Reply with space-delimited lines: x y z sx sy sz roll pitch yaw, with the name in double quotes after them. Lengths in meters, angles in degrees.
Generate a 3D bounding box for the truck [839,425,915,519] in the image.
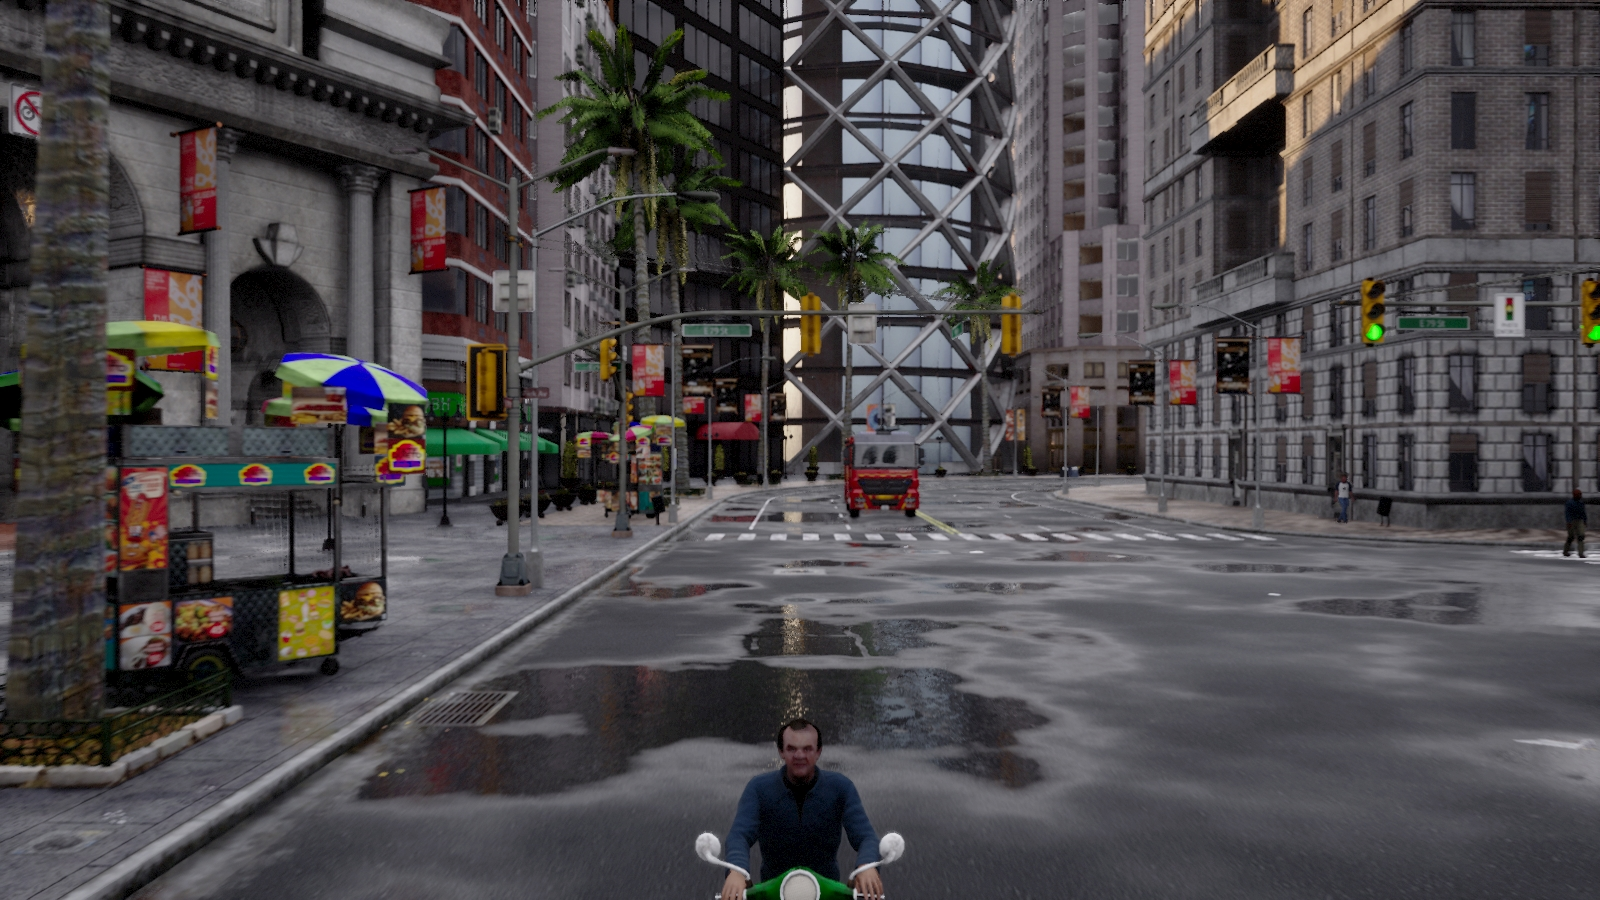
3.270 0.889 50.769 2.891 3.827 8.468 0 0 0 "truck"

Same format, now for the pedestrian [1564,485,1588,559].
19.995 1.847 29.424 0.375 1.860 0.375 0 0 5 "pedestrian"

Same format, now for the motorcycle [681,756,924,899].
0.010 2.182 4.929 0.856 1.236 1.805 0 0 0 "motorcycle"

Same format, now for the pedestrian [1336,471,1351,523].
19.498 1.695 41.004 0.375 1.860 0.375 0 0 3 "pedestrian"
